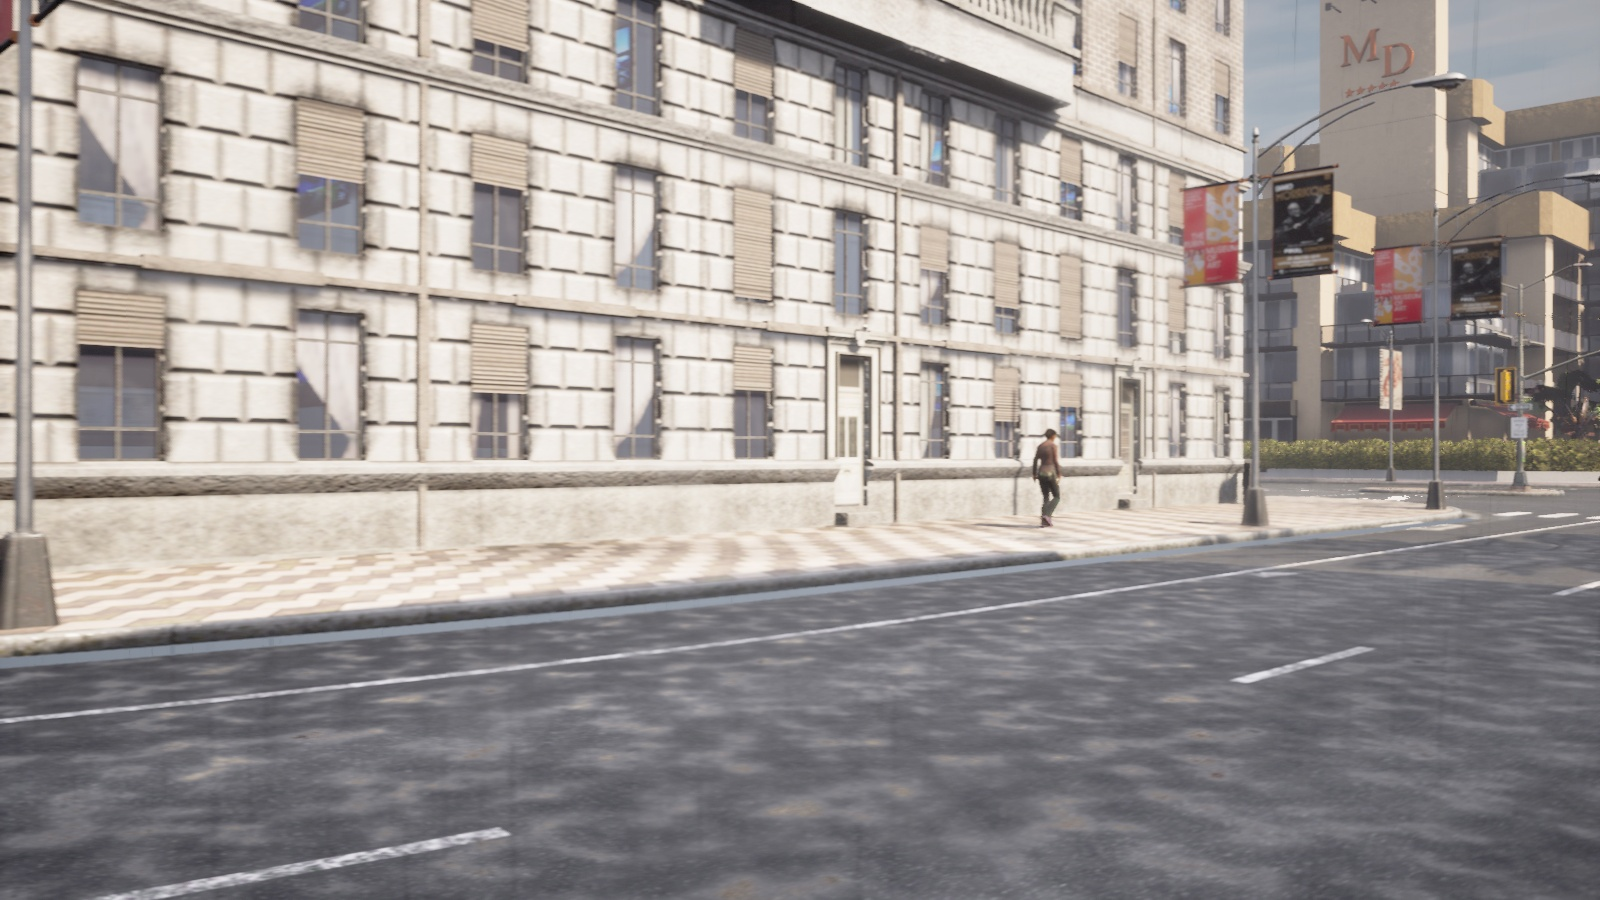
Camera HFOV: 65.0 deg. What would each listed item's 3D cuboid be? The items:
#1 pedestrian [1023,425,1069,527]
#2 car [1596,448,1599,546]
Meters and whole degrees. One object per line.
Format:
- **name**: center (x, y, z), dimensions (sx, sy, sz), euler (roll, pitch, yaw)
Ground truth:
- **pedestrian**: center (4.429, 0.453, 22.591), dimensions (0.869, 1.805, 0.328), euler (0, 0, -40)
- **car**: center (14.362, 0.748, 20.989), dimensions (1.789, 1.549, 3.705), euler (0, 0, 32)
